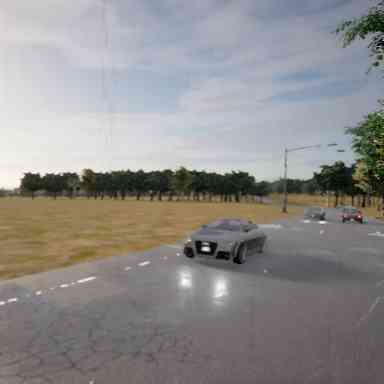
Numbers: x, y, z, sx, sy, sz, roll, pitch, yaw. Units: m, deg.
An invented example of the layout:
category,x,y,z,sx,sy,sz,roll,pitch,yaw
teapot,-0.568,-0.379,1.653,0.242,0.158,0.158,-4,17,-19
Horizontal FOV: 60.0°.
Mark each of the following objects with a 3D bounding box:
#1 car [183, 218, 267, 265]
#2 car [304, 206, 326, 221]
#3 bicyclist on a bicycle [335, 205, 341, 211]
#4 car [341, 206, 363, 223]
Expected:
category,x,y,z,sx,sy,sz,roll,pitch,yaw
car,1.367,1.669,12.314,1.994,1.385,4.181,2,-1,28
car,13.549,2.318,36.558,1.837,1.490,4.892,2,-1,26
bicyclist on a bicycle,38.104,4.067,85.709,0.866,1.612,1.509,2,-1,19
car,16.840,2.514,34.984,1.895,1.301,4.718,2,-1,25
